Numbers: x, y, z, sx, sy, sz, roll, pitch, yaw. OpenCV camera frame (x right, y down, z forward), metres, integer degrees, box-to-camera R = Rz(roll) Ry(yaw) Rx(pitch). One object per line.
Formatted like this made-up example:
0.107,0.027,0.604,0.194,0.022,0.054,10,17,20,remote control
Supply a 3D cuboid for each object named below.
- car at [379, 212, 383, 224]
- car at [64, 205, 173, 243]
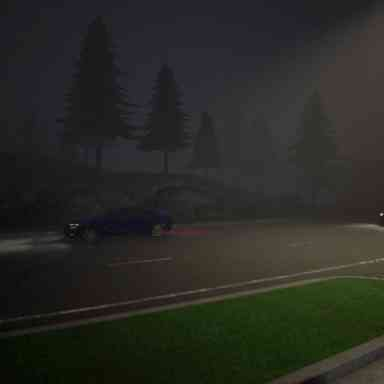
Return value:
14.142,1.376,21.527,4.674,1.442,1.812,0,0,-30,car
-3.334,1.376,15.658,5.008,1.535,1.882,0,0,-28,car
